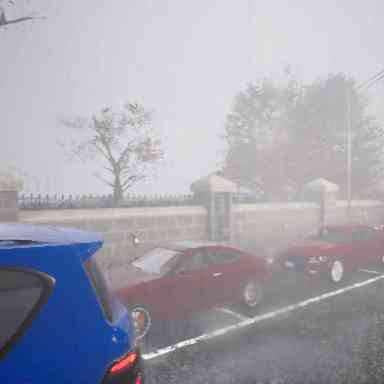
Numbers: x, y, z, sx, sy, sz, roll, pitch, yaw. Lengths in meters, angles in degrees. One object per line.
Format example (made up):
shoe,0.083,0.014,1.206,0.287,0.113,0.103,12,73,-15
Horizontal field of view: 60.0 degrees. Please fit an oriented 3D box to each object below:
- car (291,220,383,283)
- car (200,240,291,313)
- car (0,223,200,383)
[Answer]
car,4.288,1.603,9.839,4.507,1.381,1.887,0,-1,-37
car,-0.207,1.643,6.452,4.206,1.307,1.802,0,-1,-37
car,-2.836,1.257,1.232,5.566,2.045,2.150,0,-1,-37
